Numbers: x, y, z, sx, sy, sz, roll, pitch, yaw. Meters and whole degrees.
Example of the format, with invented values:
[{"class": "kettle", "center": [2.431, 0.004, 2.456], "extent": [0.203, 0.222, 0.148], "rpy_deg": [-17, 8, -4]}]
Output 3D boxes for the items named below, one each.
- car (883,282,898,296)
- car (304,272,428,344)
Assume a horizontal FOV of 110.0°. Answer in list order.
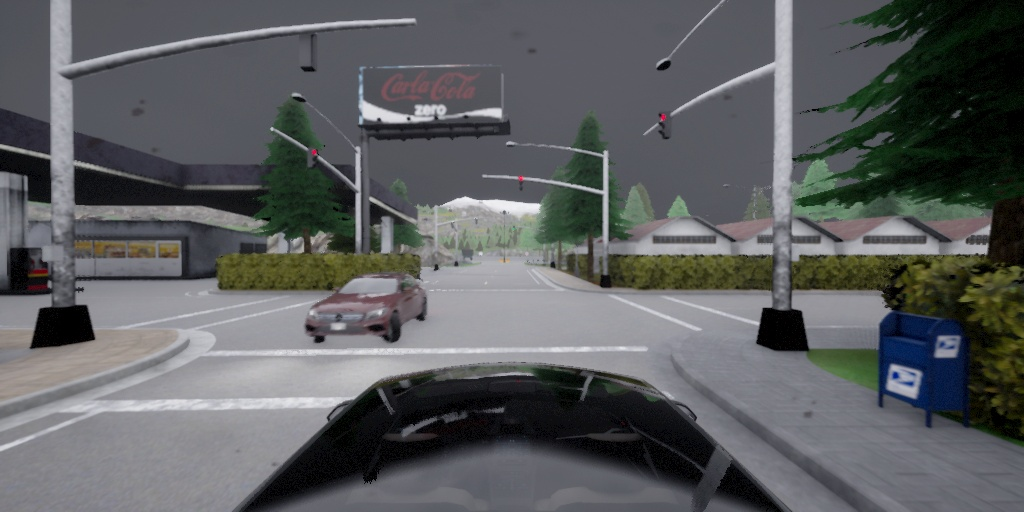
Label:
[{"class": "car", "center": [20.069, 1.366, 16.012], "extent": [5.357, 1.411, 2.033], "rpy_deg": [0, 0, 0]}, {"class": "car", "center": [-3.497, 1.175, 9.531], "extent": [1.812, 1.442, 4.674], "rpy_deg": [0, 0, 0]}]
